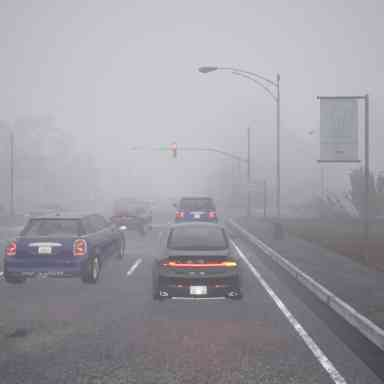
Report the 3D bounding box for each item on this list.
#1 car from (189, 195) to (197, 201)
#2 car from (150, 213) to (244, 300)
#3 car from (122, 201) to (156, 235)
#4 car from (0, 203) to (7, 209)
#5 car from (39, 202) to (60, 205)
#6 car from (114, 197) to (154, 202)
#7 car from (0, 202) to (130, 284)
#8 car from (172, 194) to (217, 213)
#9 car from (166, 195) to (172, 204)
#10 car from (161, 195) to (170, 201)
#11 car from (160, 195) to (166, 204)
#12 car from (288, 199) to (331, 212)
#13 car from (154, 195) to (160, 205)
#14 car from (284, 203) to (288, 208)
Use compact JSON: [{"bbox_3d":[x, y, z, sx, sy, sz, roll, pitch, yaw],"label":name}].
[{"bbox_3d":[0.196,1.471,85.913,1.882,1.535,5.008,0,0,0],"label":"car"},{"bbox_3d":[0.119,1.505,8.363,1.837,1.490,4.892,0,0,0],"label":"car"},{"bbox_3d":[-3.358,1.505,18.738,1.837,1.490,4.892,0,0,0],"label":"car"},{"bbox_3d":[-23.363,1.478,37.130,5.008,1.535,1.882,0,0,3],"label":"car"},{"bbox_3d":[-10.446,1.505,24.449,1.837,1.490,4.892,2,0,-4],"label":"car"},{"bbox_3d":[-7.483,1.352,41.332,4.553,1.767,2.097,0,0,-41],"label":"car"},{"bbox_3d":[-3.378,1.352,9.778,2.097,1.767,4.553,0,0,0],"label":"car"},{"bbox_3d":[0.165,1.221,18.211,2.150,2.045,5.566,0,0,-2],"label":"car"},{"bbox_3d":[-3.246,1.477,62.354,1.882,1.535,5.008,0,0,0],"label":"car"},{"bbox_3d":[-6.806,1.494,85.166,1.837,1.490,4.892,0,0,0],"label":"car"},{"bbox_3d":[-6.887,1.547,65.431,2.033,1.411,5.357,0,0,1],"label":"car"},{"bbox_3d":[14.140,1.505,38.629,4.892,1.490,1.837,0,0,3],"label":"car"},{"bbox_3d":[-6.958,1.526,55.704,1.812,1.442,4.674,0,0,0],"label":"car"},{"bbox_3d":[14.550,1.547,42.112,5.357,1.411,2.033,0,0,3],"label":"car"}]
